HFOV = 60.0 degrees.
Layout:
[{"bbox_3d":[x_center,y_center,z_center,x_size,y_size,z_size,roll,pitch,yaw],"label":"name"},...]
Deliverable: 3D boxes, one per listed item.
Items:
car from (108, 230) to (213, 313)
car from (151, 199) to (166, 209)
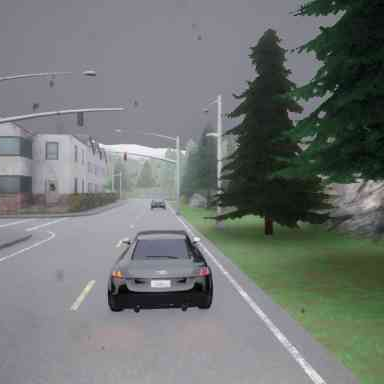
[{"bbox_3d":[-0.703,1.564,7.782,1.994,1.385,4.181,0,0,-5],"label":"car"},{"bbox_3d":[-4.476,1.601,43.911,1.895,1.301,4.718,0,0,-6],"label":"car"}]
